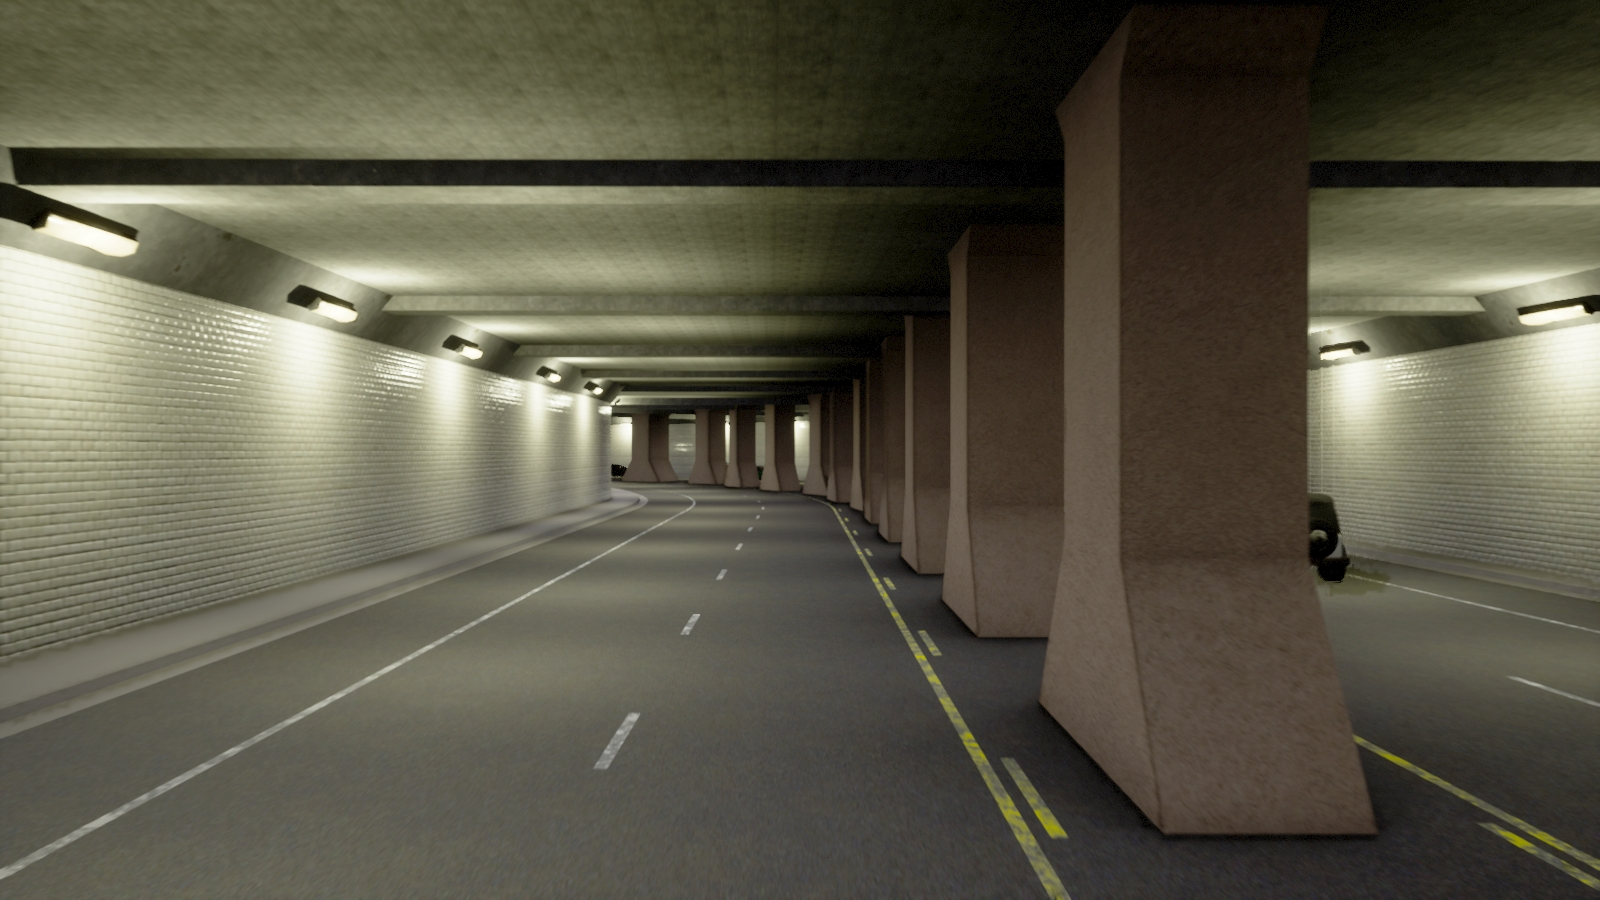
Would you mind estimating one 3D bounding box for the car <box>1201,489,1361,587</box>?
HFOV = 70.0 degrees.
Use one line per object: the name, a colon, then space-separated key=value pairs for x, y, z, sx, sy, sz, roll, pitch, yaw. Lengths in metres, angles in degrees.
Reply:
car: x=10.496 y=1.857 z=25.235 sx=1.905 sy=1.878 sz=3.866 roll=0 pitch=0 yaw=0
